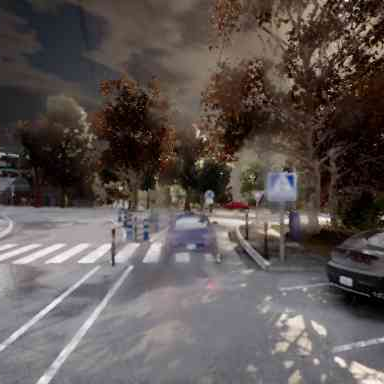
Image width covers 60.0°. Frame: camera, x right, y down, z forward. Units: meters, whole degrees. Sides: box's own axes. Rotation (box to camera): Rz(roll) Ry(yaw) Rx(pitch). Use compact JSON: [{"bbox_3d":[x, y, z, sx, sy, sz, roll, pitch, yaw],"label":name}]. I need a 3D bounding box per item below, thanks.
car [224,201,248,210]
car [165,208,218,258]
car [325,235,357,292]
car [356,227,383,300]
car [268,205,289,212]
[{"bbox_3d":[10.421,3.241,78.205,5.566,2.045,2.150,0,0,31],"label":"car"},{"bbox_3d":[0.019,1.559,12.846,1.812,1.442,4.674,0,0,1],"label":"car"},{"bbox_3d":[5.280,1.512,7.396,4.892,1.521,2.231,1,0,-21],"label":"car"},{"bbox_3d":[5.342,1.252,4.437,5.566,2.045,2.435,1,0,-21],"label":"car"},{"bbox_3d":[18.058,3.437,69.933,1.882,1.535,5.008,0,0,-32],"label":"car"}]
